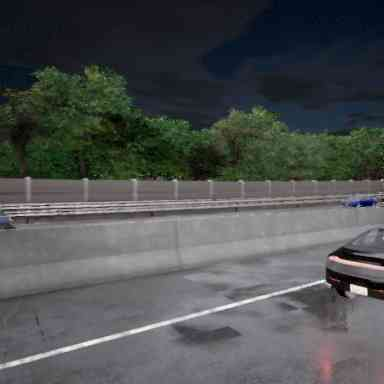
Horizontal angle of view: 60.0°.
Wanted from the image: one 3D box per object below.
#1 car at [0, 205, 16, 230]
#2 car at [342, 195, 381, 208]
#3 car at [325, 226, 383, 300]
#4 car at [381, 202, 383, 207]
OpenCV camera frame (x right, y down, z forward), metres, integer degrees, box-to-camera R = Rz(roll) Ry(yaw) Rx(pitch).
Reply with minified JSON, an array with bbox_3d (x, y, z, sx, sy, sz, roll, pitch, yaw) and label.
[{"bbox_3d":[-10.013,1.346,14.029,4.553,1.767,2.097,0,0,-35],"label":"car"},{"bbox_3d":[19.345,1.097,38.474,5.008,1.535,1.882,-1,1,-33],"label":"car"},{"bbox_3d":[4.878,1.476,7.170,4.902,1.511,2.128,0,0,-35],"label":"car"},{"bbox_3d":[23.067,1.125,36.758,5.357,1.411,2.033,-1,1,-33],"label":"car"}]
